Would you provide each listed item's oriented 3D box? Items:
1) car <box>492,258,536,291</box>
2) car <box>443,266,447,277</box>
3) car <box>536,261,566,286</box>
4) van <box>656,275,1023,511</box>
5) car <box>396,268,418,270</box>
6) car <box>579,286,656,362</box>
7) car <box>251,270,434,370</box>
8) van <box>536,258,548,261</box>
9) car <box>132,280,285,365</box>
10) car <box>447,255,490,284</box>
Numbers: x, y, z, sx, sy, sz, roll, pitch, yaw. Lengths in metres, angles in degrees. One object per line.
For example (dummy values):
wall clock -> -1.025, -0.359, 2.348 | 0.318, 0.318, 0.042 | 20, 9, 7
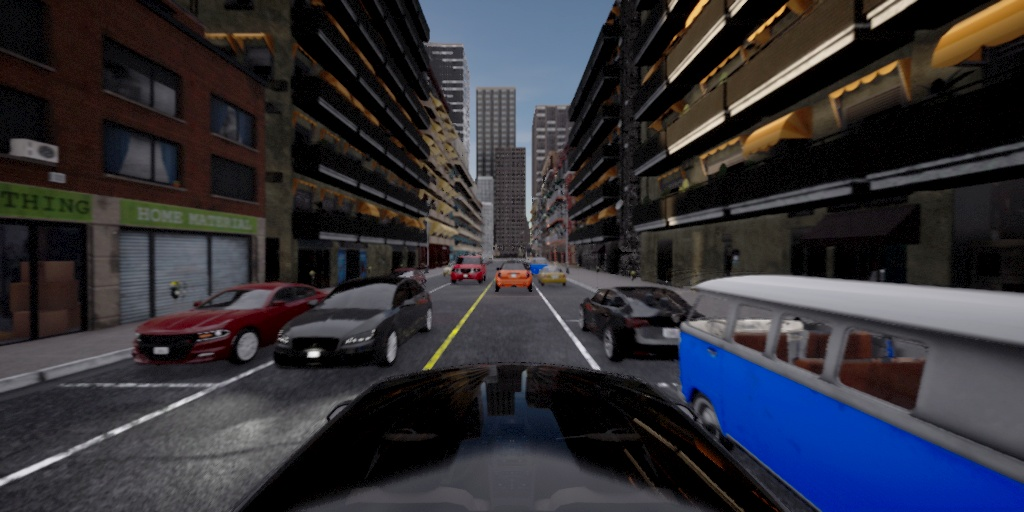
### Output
car -> 0.101, 1.082, 21.612 | 2.097, 1.767, 4.553 | 0, 0, 0
car -> -5.687, 1.246, 35.515 | 1.751, 1.417, 4.829 | 0, 0, 0
car -> 2.693, 1.254, 24.794 | 1.751, 1.417, 4.829 | 0, 0, 0
van -> 2.690, 1.090, 2.531 | 1.690, 1.789, 3.998 | 0, 0, 0
car -> -5.689, 1.316, 19.115 | 1.802, 1.307, 4.207 | 0, 0, 0
car -> 2.691, 1.309, 8.054 | 1.948, 1.339, 4.313 | 0, 0, 0
car -> -3.054, 1.248, 7.972 | 1.837, 1.490, 4.892 | 0, 0, 0
van -> 2.695, 1.061, 35.672 | 1.690, 1.789, 3.998 | 0, 0, 0
car -> -5.691, 1.289, 8.068 | 1.888, 1.381, 4.507 | 0, 0, 0
car -> -3.094, 0.948, 26.647 | 2.150, 2.045, 5.566 | 0, 0, 0
